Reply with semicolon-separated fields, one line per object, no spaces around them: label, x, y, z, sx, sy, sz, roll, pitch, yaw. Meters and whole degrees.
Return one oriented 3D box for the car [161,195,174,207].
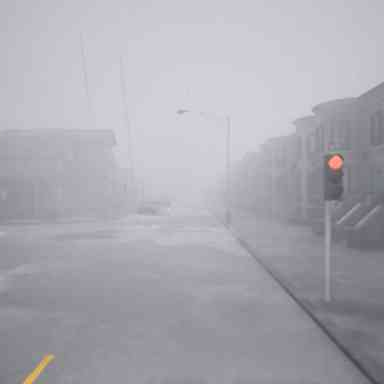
car;-4.108;1.380;48.610;1.882;1.535;5.008;0;0;0

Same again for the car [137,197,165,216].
car;-4.122;1.482;32.586;2.033;1.411;5.357;0;0;0

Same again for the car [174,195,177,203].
car;-4.020;1.395;67.305;1.812;1.442;4.674;0;0;0
